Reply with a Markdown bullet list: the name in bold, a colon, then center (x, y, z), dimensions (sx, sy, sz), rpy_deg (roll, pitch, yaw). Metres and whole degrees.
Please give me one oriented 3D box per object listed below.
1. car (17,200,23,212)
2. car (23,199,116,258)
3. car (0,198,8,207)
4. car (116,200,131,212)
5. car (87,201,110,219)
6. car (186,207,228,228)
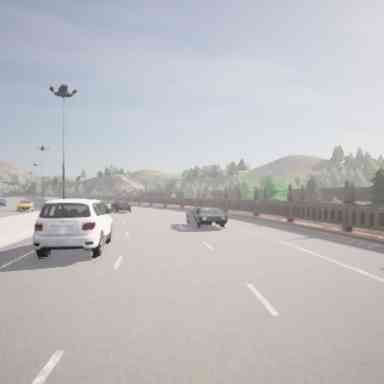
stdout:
- **car**: center (-21.417, 1.721, 42.841), dimensions (1.882, 1.535, 5.008), rpy_deg (0, 0, -27)
- **car**: center (-4.493, 1.288, 13.271), dimensions (2.150, 2.045, 5.566), rpy_deg (0, 0, -8)
- **car**: center (-32.929, 1.820, 57.431), dimensions (1.882, 1.535, 5.008), rpy_deg (0, 0, -27)
- **car**: center (-8.804, 1.672, 40.948), dimensions (2.128, 1.511, 4.902), rpy_deg (0, 0, -23)
- **car**: center (-9.171, 1.658, 32.332), dimensions (1.837, 1.490, 4.892), rpy_deg (0, 0, -19)
- **car**: center (0.858, 1.676, 22.719), dimensions (1.895, 1.301, 4.718), rpy_deg (0, 0, -13)
